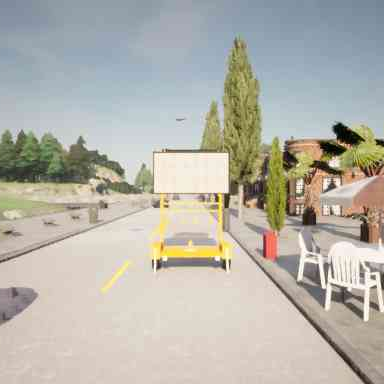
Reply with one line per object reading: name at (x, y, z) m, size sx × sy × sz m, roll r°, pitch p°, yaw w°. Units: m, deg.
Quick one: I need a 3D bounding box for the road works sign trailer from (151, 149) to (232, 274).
road works sign trailer at (-0.022, 0.464, 10.529) m, size 2.380 × 3.560 × 2.880 m, roll 0°, pitch 0°, yaw 0°

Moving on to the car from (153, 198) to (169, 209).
car at (-4.196, 1.564, 45.697) m, size 1.994 × 1.385 × 4.181 m, roll 0°, pitch 0°, yaw 0°

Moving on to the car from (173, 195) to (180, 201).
car at (-4.190, 1.547, 88.940) m, size 2.033 × 1.411 × 5.357 m, roll 0°, pitch 0°, yaw 0°
